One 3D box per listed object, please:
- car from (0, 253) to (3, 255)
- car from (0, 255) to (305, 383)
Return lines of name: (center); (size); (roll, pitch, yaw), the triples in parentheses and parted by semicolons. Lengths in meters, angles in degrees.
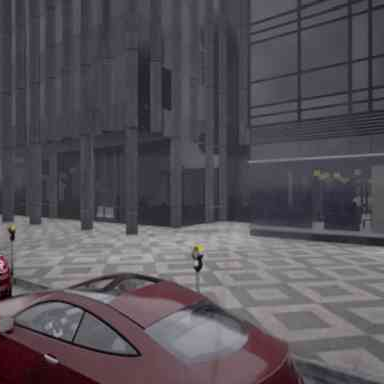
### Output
car: (-5.588, 1.462, 6.936); (4.097, 1.590, 1.967); (0, 0, 35)
car: (-0.961, 1.589, 3.644); (4.206, 1.307, 1.802); (0, 0, 35)
